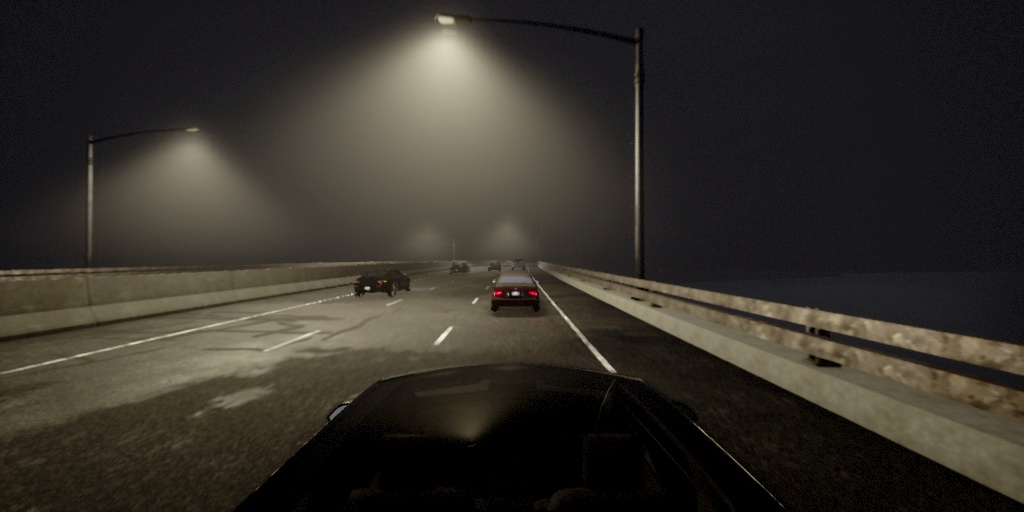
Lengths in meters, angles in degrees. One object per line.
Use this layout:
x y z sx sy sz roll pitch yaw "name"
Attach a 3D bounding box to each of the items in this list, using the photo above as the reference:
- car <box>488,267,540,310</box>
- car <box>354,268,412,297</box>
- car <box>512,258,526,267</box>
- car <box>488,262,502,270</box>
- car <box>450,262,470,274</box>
0.142 1.358 14.948 2.033 1.411 5.357 0 0 0 "car"
-6.814 1.352 19.258 1.812 1.442 4.674 0 0 1 "car"
1.121 1.311 61.461 2.150 2.045 5.566 0 0 2 "car"
-2.600 1.589 54.950 2.033 1.411 5.357 0 0 2 "car"
-6.383 1.460 44.312 2.128 1.511 4.902 0 0 1 "car"
